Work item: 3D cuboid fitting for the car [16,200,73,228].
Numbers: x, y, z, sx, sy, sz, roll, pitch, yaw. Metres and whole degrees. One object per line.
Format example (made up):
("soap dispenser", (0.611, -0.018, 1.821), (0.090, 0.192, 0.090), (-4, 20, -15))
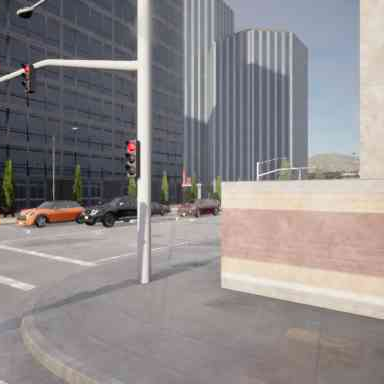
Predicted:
("car", (-9.688, 1.407, 23.155), (2.097, 1.767, 4.553), (0, 0, 36))

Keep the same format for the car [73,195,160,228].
("car", (-5.132, 1.277, 23.502), (2.150, 2.045, 5.566), (0, 0, 36))

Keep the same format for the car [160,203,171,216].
("car", (-4.164, 1.603, 30.851), (2.033, 1.411, 5.357), (0, 0, 36))

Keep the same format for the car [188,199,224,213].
("car", (1.760, 1.560, 39.082), (1.837, 1.490, 4.892), (0, 0, 36))

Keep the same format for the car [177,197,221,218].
("car", (0.595, 1.407, 31.473), (2.097, 1.767, 4.553), (0, 0, 36))
